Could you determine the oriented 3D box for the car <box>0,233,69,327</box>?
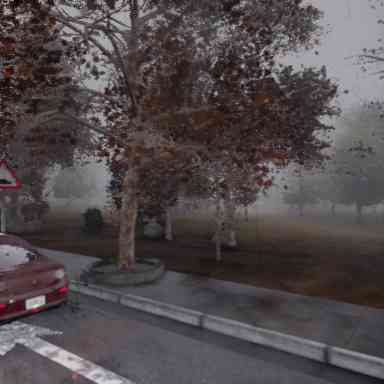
[{"bbox_3d":[-4.263,1.516,6.416,4.674,1.442,1.812,0,0,35],"label":"car"}]
